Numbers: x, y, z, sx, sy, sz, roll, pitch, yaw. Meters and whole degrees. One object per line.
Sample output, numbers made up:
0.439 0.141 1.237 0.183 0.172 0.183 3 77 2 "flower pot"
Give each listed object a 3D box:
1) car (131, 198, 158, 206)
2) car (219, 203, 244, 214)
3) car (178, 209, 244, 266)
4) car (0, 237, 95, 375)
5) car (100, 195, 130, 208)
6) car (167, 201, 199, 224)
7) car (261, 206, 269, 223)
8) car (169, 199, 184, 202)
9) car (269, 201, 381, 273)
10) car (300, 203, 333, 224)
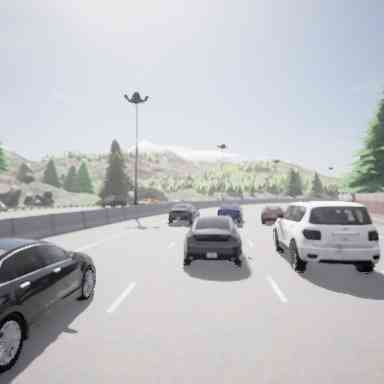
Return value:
-7.355 1.869 54.400 1.882 1.535 5.008 0 -1 21 "car"
3.299 1.704 28.263 1.882 1.535 5.008 0 0 12 "car"
0.787 1.600 12.013 1.837 1.490 4.892 0 0 5 "car"
-3.165 1.539 5.648 1.837 1.490 4.892 0 0 2 "car"
-13.605 1.616 57.615 2.150 2.045 5.566 0 0 21 "car"
-0.570 1.708 26.824 1.837 1.490 4.892 0 0 11 "car"
6.681 1.794 27.328 1.994 1.385 4.181 0 0 12 "car"
-2.647 1.915 56.730 2.128 1.511 4.902 0 0 22 "car"
4.210 1.322 11.280 2.150 2.045 5.566 0 0 5 "car"
10.463 1.727 28.274 1.882 1.535 5.008 0 0 13 "car"
